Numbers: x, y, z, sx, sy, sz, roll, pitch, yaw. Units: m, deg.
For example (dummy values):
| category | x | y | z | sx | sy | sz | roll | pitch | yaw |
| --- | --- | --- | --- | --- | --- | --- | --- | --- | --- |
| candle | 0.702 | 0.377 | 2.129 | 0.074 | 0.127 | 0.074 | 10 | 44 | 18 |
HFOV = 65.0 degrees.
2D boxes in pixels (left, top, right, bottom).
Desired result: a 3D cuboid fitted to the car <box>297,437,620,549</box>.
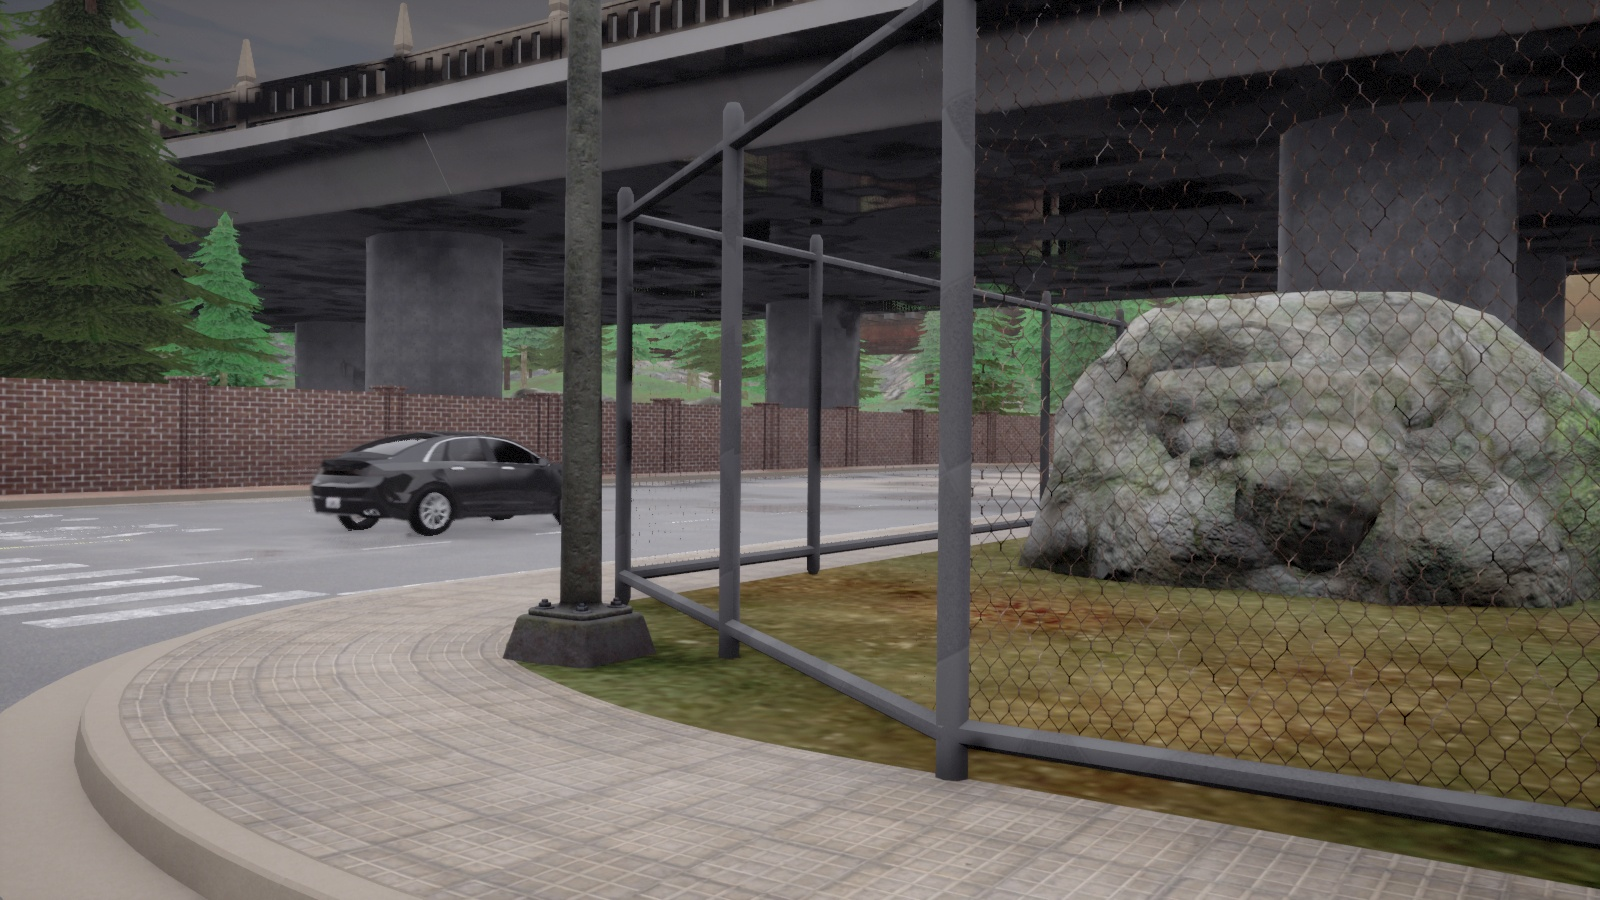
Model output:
| category | x | y | z | sx | sy | sz | roll | pitch | yaw |
| --- | --- | --- | --- | --- | --- | --- | --- | --- | --- |
| car | -5.168 | 0.569 | 19.729 | 1.837 | 1.490 | 4.892 | 0 | 1 | 33 |
